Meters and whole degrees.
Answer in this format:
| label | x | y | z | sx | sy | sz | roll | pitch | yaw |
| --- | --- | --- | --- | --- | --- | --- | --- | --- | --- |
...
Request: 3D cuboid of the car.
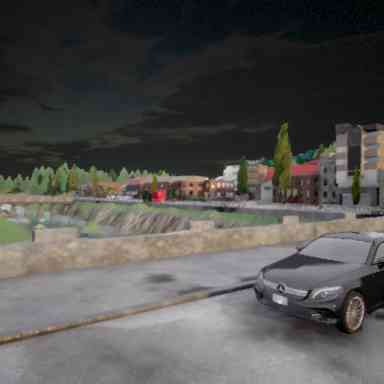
| label | x | y | z | sx | sy | sz | roll | pitch | yaw |
| --- | --- | --- | --- | --- | --- | --- | --- | --- | --- |
| car | 3.379 | 1.590 | 7.022 | 4.674 | 1.442 | 1.812 | 1 | -1 | -36 |
